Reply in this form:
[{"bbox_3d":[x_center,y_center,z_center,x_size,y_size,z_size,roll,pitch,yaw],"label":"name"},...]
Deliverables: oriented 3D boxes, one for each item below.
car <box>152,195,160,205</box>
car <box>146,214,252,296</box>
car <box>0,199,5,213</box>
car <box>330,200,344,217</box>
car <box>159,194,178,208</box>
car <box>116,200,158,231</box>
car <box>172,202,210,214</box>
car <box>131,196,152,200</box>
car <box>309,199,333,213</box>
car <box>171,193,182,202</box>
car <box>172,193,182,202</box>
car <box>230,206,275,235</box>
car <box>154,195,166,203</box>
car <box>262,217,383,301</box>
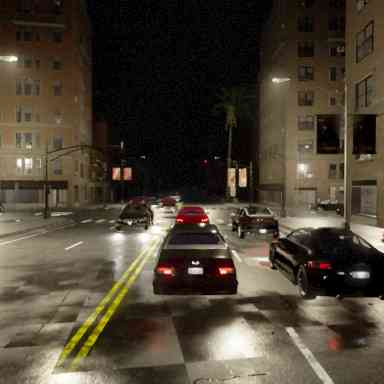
[{"bbox_3d":[-6.856,1.553,57.539,1.994,1.385,4.181,0,0,1],"label":"car"},{"bbox_3d":[0.050,1.545,8.828,2.033,1.411,5.357,0,0,0],"label":"car"},{"bbox_3d":[-20.518,1.396,31.829,4.674,1.442,1.812,0,1,-8],"label":"car"},{"bbox_3d":[16.060,1.761,31.819,4.313,1.339,1.947,0,0,0],"label":"car"},{"bbox_3d":[-3.385,1.469,48.007,1.882,1.535,5.008,0,0,-4],"label":"car"},{"bbox_3d":[-3.451,1.499,20.865,1.837,1.490,4.892,0,0,0],"label":"car"},{"bbox_3d":[0.012,1.522,18.355,1.812,1.442,4.674,0,0,0],"label":"car"},{"bbox_3d":[-6.814,1.299,43.242,2.097,1.767,4.553,0,-1,0],"label":"car"},{"bbox_3d":[15.840,1.600,37.758,4.902,1.511,2.128,0,1,2],"label":"car"},{"bbox_3d":[-3.586,1.206,68.563,2.150,2.045,5.566,0,0,0],"label":"car"},{"bbox_3d":[-3.632,1.188,79.354,2.150,2.045,5.566,0,0,0],"label":"car"},{"bbox_3d":[3.167,1.501,17.312,1.837,1.490,4.892,0,0,0],"label":"car"},{"bbox_3d":[-6.848,1.504,72.213,2.128,1.511,4.902,0,0,0],"label":"car"},{"bbox_3d":[3.269,1.562,8.399,1.994,1.385,4.181,0,0,1],"label":"car"}]
